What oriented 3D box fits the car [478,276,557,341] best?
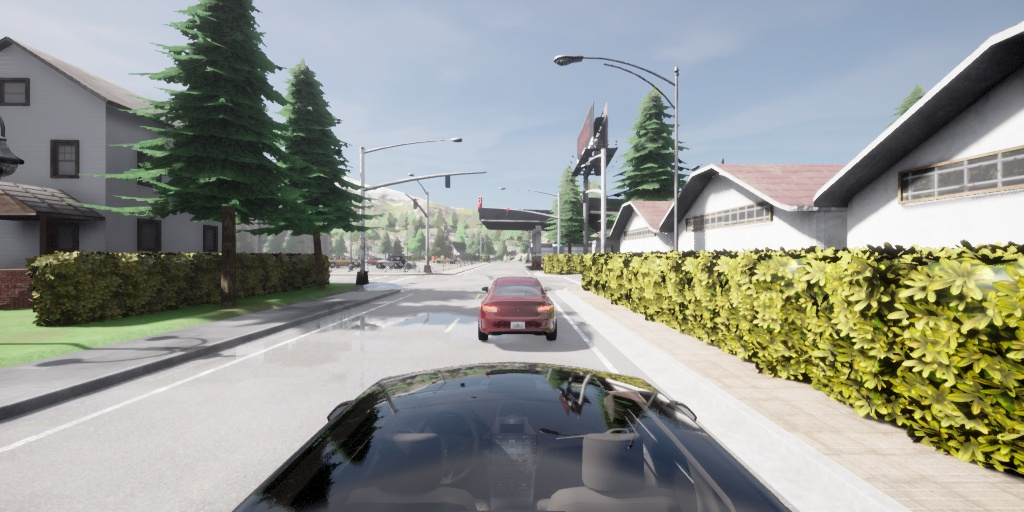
[{"bbox_3d":[0.129,1.276,9.766,1.812,1.442,4.674,0,0,0],"label":"car"}]
